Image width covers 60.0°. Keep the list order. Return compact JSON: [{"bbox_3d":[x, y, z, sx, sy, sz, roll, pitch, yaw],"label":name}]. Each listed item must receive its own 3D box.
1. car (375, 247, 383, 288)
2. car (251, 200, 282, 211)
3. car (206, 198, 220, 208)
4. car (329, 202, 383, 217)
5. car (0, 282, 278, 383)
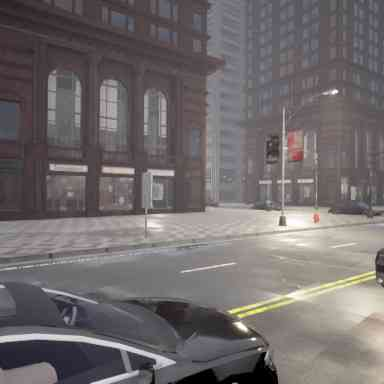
[{"bbox_3d":[6.198,1.516,7.843,4.892,1.490,1.837,0,0,-35],"label":"car"},{"bbox_3d":[9.618,1.771,42.578,1.994,1.385,4.181,1,-1,-36],"label":"car"},{"bbox_3d":[2.357,1.744,52.828,1.882,1.535,5.008,1,-1,-35],"label":"car"},{"bbox_3d":[16.208,1.698,32.768,2.033,1.411,5.357,1,-1,-30],"label":"car"},{"bbox_3d":[-1.421,1.492,2.426,4.902,1.511,2.128,0,0,-35],"label":"car"}]
